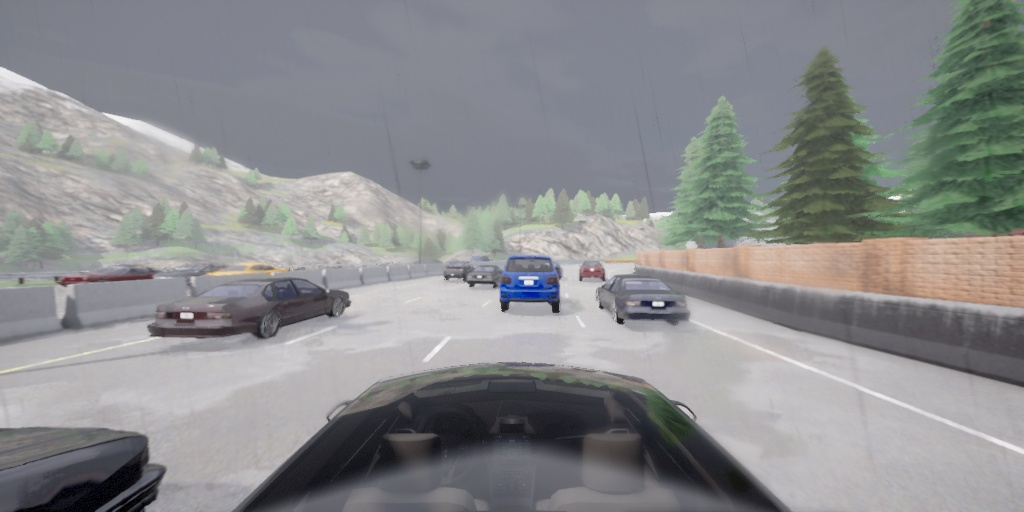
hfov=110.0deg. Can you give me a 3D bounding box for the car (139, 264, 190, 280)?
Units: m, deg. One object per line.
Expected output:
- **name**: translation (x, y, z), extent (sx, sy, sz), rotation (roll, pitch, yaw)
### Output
- **car**: translation (-19.582, 1.202, 22.588), extent (2.128, 1.511, 4.902), rotation (0, 0, 8)

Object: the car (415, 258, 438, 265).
- **car**: translation (-13.718, 1.256, 60.760), extent (1.837, 1.490, 4.892), rotation (0, 0, 20)

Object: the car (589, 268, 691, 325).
- **car**: translation (4.061, 1.315, 11.977), extent (2.033, 1.411, 5.357), rotation (0, 0, 5)

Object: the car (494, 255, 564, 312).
- **car**: translation (0.795, 0.982, 14.591), extent (2.150, 2.045, 5.566), rotation (0, 0, 5)

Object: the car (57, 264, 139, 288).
- **car**: translation (-23.287, 1.301, 21.391), extent (1.895, 1.301, 4.718), rotation (0, 0, 7)

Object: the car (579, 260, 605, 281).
- **car**: translation (6.819, 1.140, 30.667), extent (2.097, 1.767, 4.553), rotation (0, 0, 12)

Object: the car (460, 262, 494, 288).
- **car**: translation (-1.560, 1.308, 24.037), extent (2.033, 1.411, 5.357), rotation (0, 0, 9)

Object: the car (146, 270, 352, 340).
- **car**: translation (-6.585, 1.285, 9.933), extent (2.033, 1.411, 5.357), rotation (0, 0, 3)

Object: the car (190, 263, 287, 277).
- **car**: translation (-16.152, 1.197, 21.884), extent (1.882, 1.535, 5.008), rotation (0, 0, 8)

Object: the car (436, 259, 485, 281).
- **car**: translation (-4.098, 1.249, 29.640), extent (2.128, 1.511, 4.902), rotation (0, 0, 10)

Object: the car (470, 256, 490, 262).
- **car**: translation (-5.791, 0.995, 61.933), extent (2.150, 2.045, 5.566), rotation (0, 0, 22)
